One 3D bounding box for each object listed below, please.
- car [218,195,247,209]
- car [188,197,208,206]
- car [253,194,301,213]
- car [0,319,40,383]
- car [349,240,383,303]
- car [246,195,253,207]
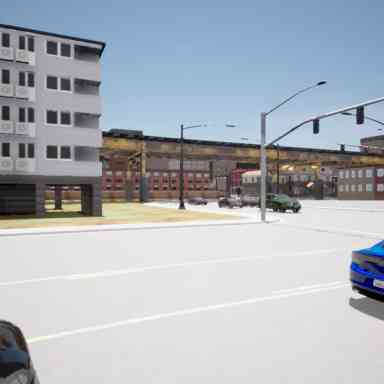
[{"bbox_3d":[5.295,1.526,46.450,1.812,1.442,4.674,0,0,-25],"label":"car"},{"bbox_3d":[0.874,1.547,55.900,2.033,1.411,5.357,0,0,-20],"label":"car"},{"bbox_3d":[9.668,1.222,37.296,2.150,2.045,5.566,0,0,-26],"label":"car"},{"bbox_3d":[-3.292,1.564,2.244,4.181,1.385,1.994,0,0,-33],"label":"car"},{"bbox_3d":[5.578,1.478,6.923,5.008,1.535,1.882,0,0,-25],"label":"car"},{"bbox_3d":[7.641,1.547,50.066,2.033,1.411,5.357,0,0,-26],"label":"car"}]
